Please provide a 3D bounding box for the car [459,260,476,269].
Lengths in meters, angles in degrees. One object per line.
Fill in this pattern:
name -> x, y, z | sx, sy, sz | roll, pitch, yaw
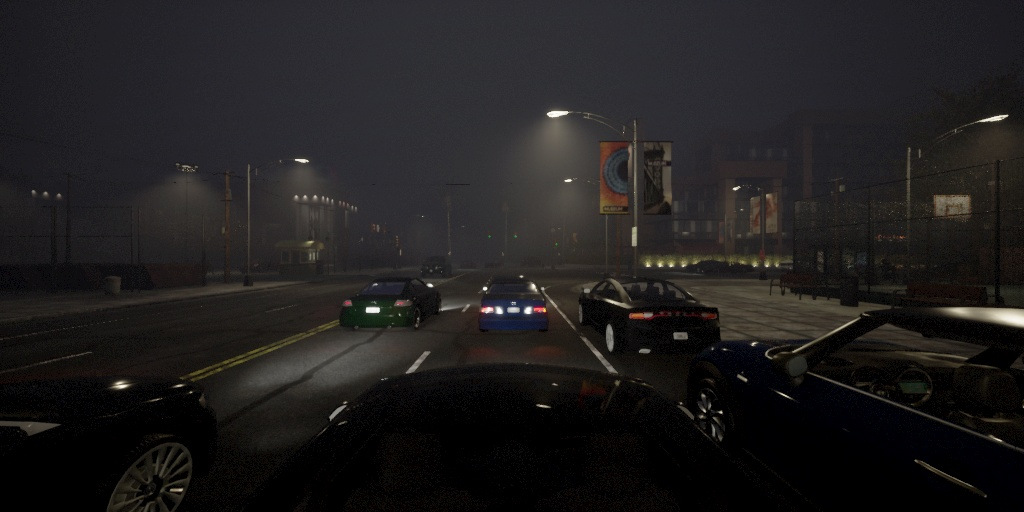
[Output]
car -> -6.803, 1.275, 55.569 | 1.812, 1.442, 4.674 | 0, 0, 4

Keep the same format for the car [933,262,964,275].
car -> 45.146, 1.314, 36.033 | 4.181, 1.385, 1.994 | 0, 0, -1

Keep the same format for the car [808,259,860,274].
car -> 35.776, 1.313, 39.515 | 4.181, 1.385, 1.994 | 0, 0, 0

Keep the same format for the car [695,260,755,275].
car -> 23.591, 1.297, 39.418 | 5.357, 1.411, 2.033 | 0, 0, -1

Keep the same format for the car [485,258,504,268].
car -> -3.065, 1.350, 59.068 | 1.895, 1.301, 4.718 | 0, 0, 9

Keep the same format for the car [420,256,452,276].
car -> -7.127, 0.971, 34.402 | 2.150, 2.045, 5.566 | 0, 0, 0

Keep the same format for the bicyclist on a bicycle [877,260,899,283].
bicyclist on a bicycle -> 26.054, 1.050, 24.960 | 0.582, 1.620, 1.656 | 0, 0, -1

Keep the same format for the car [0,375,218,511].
car -> -3.400, 1.242, 1.032 | 2.128, 1.511, 4.902 | 0, 0, 0

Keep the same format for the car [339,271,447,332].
car -> -3.446, 1.314, 10.920 | 1.994, 1.385, 4.181 | 0, 0, 0

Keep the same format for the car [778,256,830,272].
car -> 35.180, 0.968, 43.013 | 5.566, 2.045, 2.150 | 0, 0, 0

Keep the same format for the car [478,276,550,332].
car -> 0.053, 1.297, 10.807 | 2.033, 1.411, 5.357 | 0, 0, 0

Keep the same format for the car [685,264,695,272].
car -> 23.368, 1.255, 42.915 | 4.892, 1.490, 1.837 | 0, 0, -1
